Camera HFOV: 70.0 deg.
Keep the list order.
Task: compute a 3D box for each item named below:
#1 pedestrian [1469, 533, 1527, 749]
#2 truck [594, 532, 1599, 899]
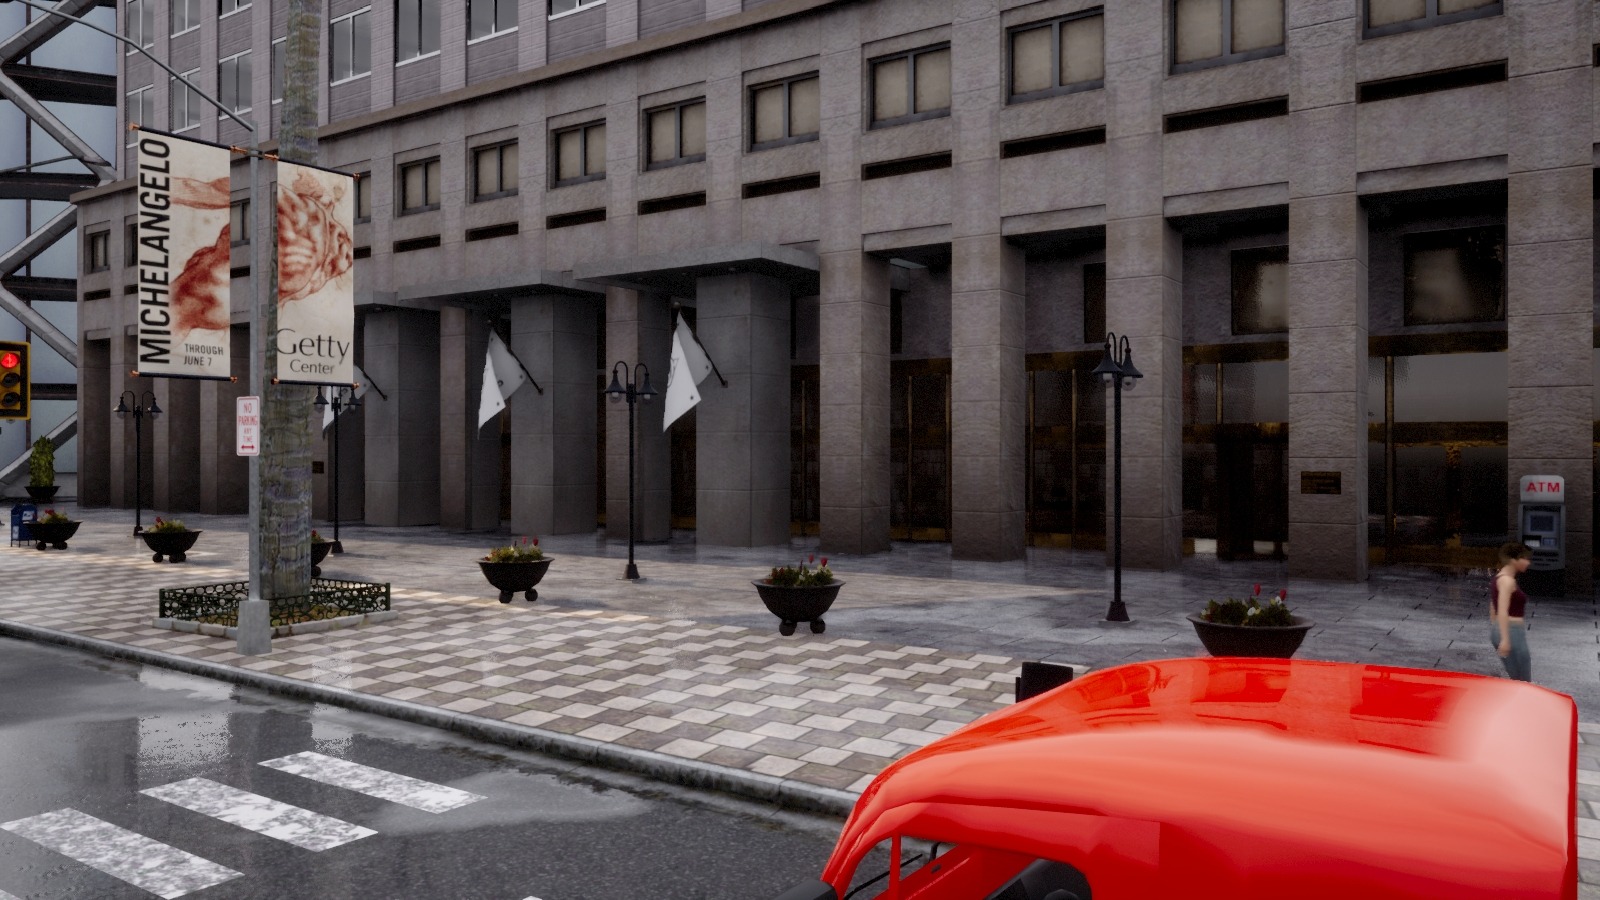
[{"bbox_3d":[6.271,1.696,10.276,0.375,1.860,0.375,0,0,18],"label":"pedestrian"},{"bbox_3d":[2.439,1.568,2.094,5.204,2.467,2.627,0,0,35],"label":"truck"}]
